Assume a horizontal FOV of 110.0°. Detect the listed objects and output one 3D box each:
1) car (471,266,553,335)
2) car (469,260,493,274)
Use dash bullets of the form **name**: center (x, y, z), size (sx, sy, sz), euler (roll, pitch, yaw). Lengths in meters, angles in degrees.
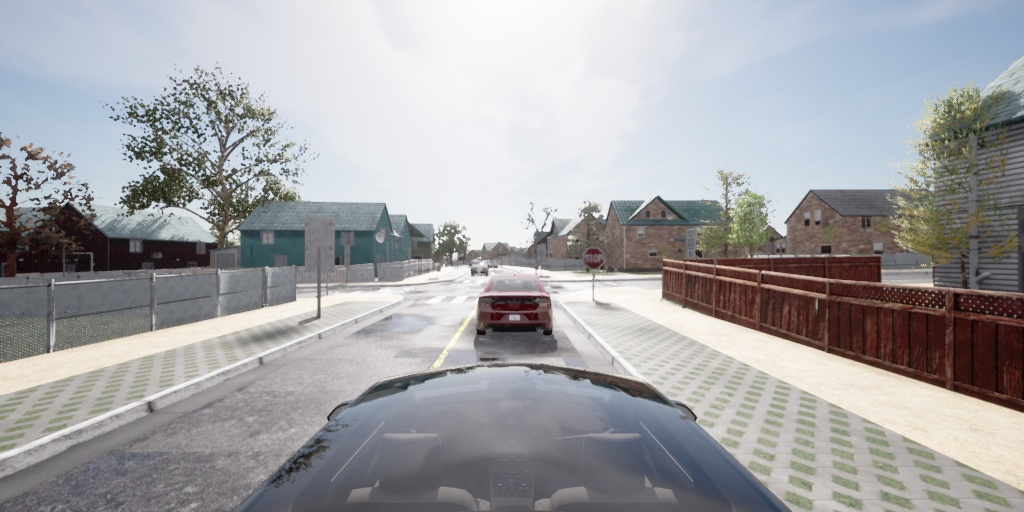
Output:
- **car**: center (0.069, 1.228, 10.492), size (1.882, 1.535, 5.008), euler (0, 0, 0)
- **car**: center (-3.441, 1.331, 38.503), size (2.128, 1.511, 4.902), euler (0, 0, -4)
